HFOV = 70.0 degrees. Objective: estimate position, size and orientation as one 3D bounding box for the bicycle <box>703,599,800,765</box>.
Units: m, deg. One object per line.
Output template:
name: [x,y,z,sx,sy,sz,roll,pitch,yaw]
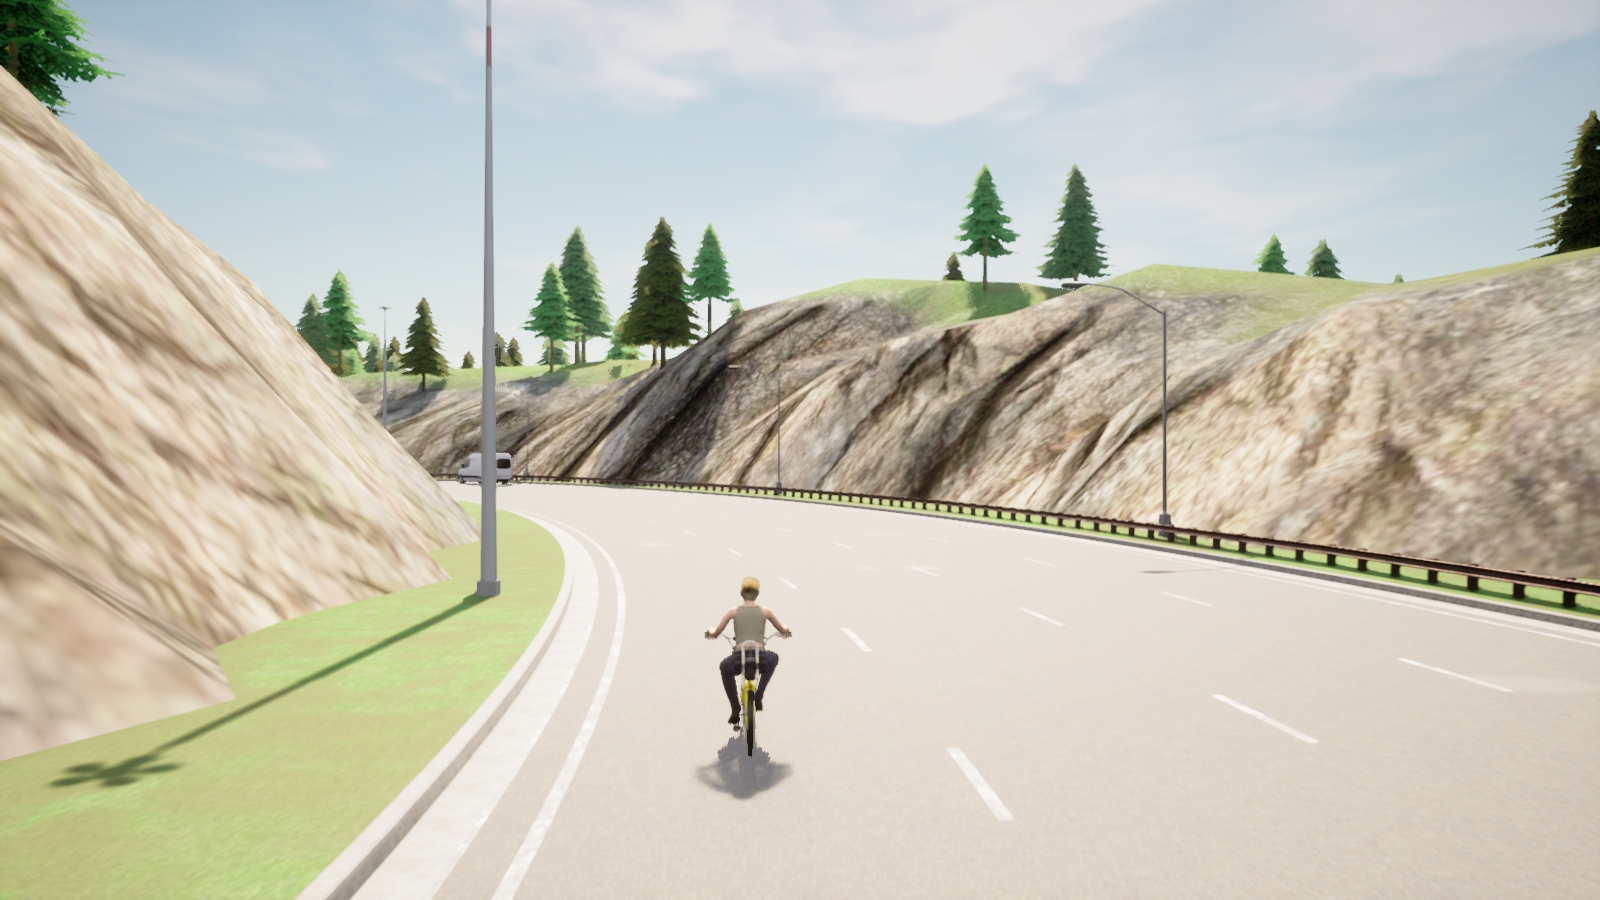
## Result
bicycle: [-0.486,2.158,10.912,0.859,1.276,1.487,0,0,-4]
